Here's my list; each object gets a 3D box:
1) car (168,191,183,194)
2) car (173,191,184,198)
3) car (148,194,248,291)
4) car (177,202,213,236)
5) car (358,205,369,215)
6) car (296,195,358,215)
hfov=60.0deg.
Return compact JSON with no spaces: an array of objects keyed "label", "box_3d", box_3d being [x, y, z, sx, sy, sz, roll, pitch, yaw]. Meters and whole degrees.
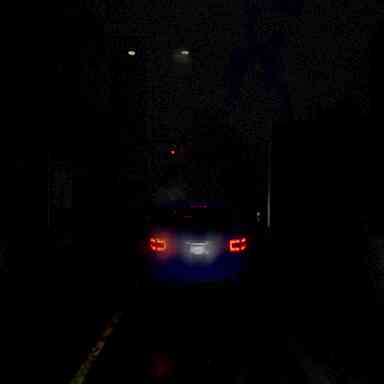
[{"label":"car","box_3d":[-2.677,0.890,45.167,2.128,1.511,4.902,0,2,-1]},{"label":"car","box_3d":[-2.529,0.434,64.878,1.895,1.301,4.718,0,2,1]},{"label":"car","box_3d":[0.118,1.207,9.102,2.150,2.045,5.566,0,0,0]},{"label":"car","box_3d":[0.133,1.414,19.128,1.837,1.490,4.892,0,1,0]},{"label":"car","box_3d":[18.243,1.567,32.391,4.206,1.307,1.802,1,0,0]},{"label":"car","box_3d":[12.844,1.224,32.403,5.009,1.841,2.192,1,0,0]}]
